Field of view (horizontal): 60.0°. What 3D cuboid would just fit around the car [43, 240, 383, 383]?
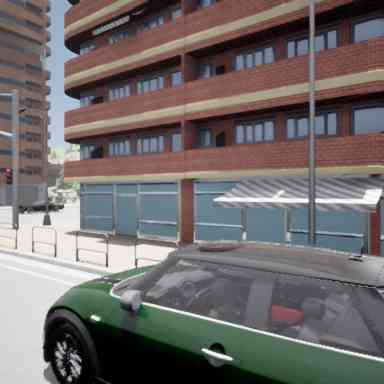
[{"bbox_3d":[0.335,1.353,3.754,4.553,1.767,2.097,0,0,36],"label":"car"}]

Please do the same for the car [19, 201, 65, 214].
[{"bbox_3d":[-16.291,1.595,35.728,1.895,1.301,4.718,0,0,36],"label":"car"}]
